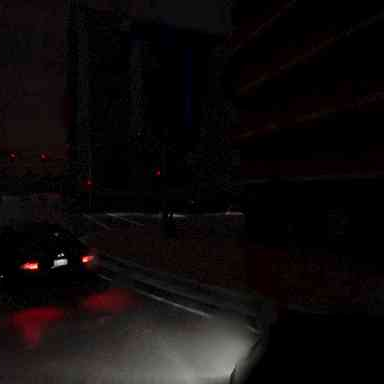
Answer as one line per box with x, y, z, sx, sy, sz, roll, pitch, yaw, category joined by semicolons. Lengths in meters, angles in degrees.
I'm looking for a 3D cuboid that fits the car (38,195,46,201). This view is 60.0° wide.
-37.083;1.540;82.321;2.033;1.411;5.357;0;0;-23;car

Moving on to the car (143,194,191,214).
-2.532;1.277;36.500;5.566;2.045;2.150;0;0;-23;car

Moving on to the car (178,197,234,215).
1.458;1.560;34.367;4.892;1.490;1.837;0;0;-23;car

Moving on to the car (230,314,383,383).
2.859;1.547;2.027;5.357;1.411;2.033;0;0;35;car

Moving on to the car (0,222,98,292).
-4.362;1.547;9.045;2.033;1.411;5.357;0;0;-39;car

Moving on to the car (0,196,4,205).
-35.191;1.492;59.906;2.128;1.511;4.902;0;0;-23;car

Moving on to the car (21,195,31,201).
-40.171;1.525;80.638;2.128;1.511;4.902;0;0;-23;car

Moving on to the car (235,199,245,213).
7.029;1.656;32.671;4.718;1.301;1.895;0;0;-23;car
